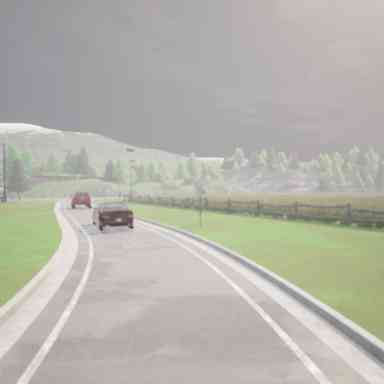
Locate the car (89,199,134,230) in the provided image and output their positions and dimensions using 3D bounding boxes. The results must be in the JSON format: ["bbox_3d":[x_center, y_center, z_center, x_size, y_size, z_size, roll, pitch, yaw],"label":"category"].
[{"bbox_3d":[-4.850,1.343,20.118,1.882,1.535,5.008,0,0,-22],"label":"car"}]

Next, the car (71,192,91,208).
[{"bbox_3d":[-14.086,0.961,42.172,2.150,2.045,5.566,0,0,-22],"label":"car"}]
